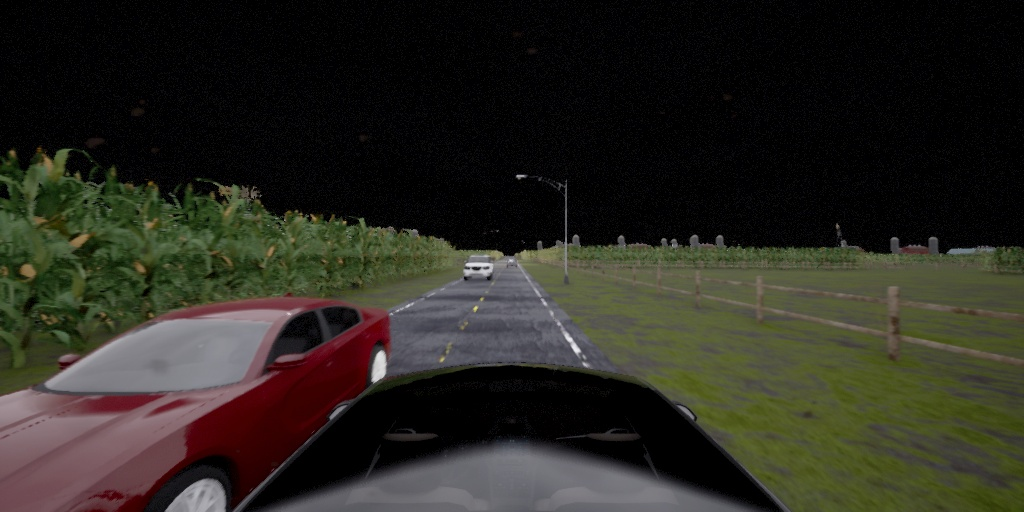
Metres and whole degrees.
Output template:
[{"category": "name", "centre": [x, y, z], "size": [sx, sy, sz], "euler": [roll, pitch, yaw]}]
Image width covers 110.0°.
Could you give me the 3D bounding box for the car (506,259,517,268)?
[{"category": "car", "centre": [-0.005, 1.216, 59.341], "size": [2.033, 1.411, 5.357], "euler": [0, 0, 0]}]

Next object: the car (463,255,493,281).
[{"category": "car", "centre": [-2.755, 0.931, 30.413], "size": [2.150, 2.045, 5.566], "euler": [0, 0, 0]}]

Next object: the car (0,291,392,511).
[{"category": "car", "centre": [-2.840, 1.227, 3.737], "size": [1.882, 1.535, 5.008], "euler": [0, 0, 0]}]
